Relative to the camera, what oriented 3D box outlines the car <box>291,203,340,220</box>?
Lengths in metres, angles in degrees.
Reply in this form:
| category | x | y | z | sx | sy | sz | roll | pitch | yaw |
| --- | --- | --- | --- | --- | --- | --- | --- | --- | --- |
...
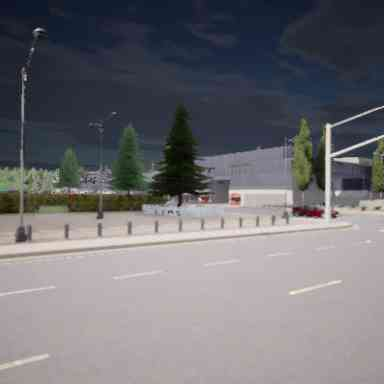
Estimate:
| category | x | y | z | sx | sy | sz | roll | pitch | yaw |
| --- | --- | --- | --- | --- | --- | --- | --- | --- | --- |
| car | 12.478 | 1.933 | 33.707 | 1.882 | 1.535 | 5.008 | 1 | 1 | -36 |
